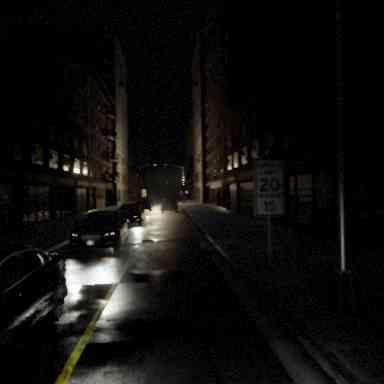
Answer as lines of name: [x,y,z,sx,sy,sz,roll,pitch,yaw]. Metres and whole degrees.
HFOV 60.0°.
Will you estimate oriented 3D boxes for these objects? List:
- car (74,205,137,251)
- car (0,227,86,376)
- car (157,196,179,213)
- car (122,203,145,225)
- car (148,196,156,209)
car: [-3.814,1.562,14.357,2.128,1.511,4.902,-1,0,-4]
car: [-3.100,1.545,4.401,2.128,1.511,4.902,-1,0,-5]
car: [-2.554,1.573,37.808,2.128,1.511,4.902,-1,0,-4]
car: [-4.553,1.599,24.771,1.837,1.490,4.892,-1,0,-4]
car: [-5.286,1.394,36.013,1.994,1.385,4.181,-1,0,-4]
